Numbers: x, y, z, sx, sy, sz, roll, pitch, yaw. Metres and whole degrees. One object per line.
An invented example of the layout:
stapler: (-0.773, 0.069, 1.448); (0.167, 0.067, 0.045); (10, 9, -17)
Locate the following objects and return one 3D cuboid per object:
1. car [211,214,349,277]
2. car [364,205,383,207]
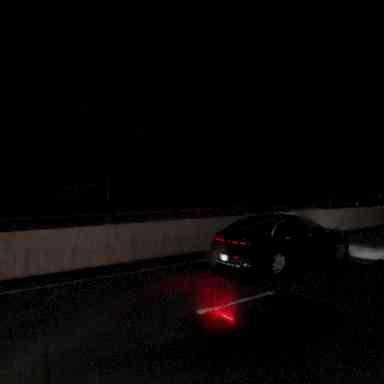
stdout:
car: (2.806, 1.426, 10.045); (4.892, 1.490, 1.837); (-1, 0, -35)
car: (20.141, 1.240, 34.982); (4.718, 1.301, 1.895); (-1, 0, -30)
